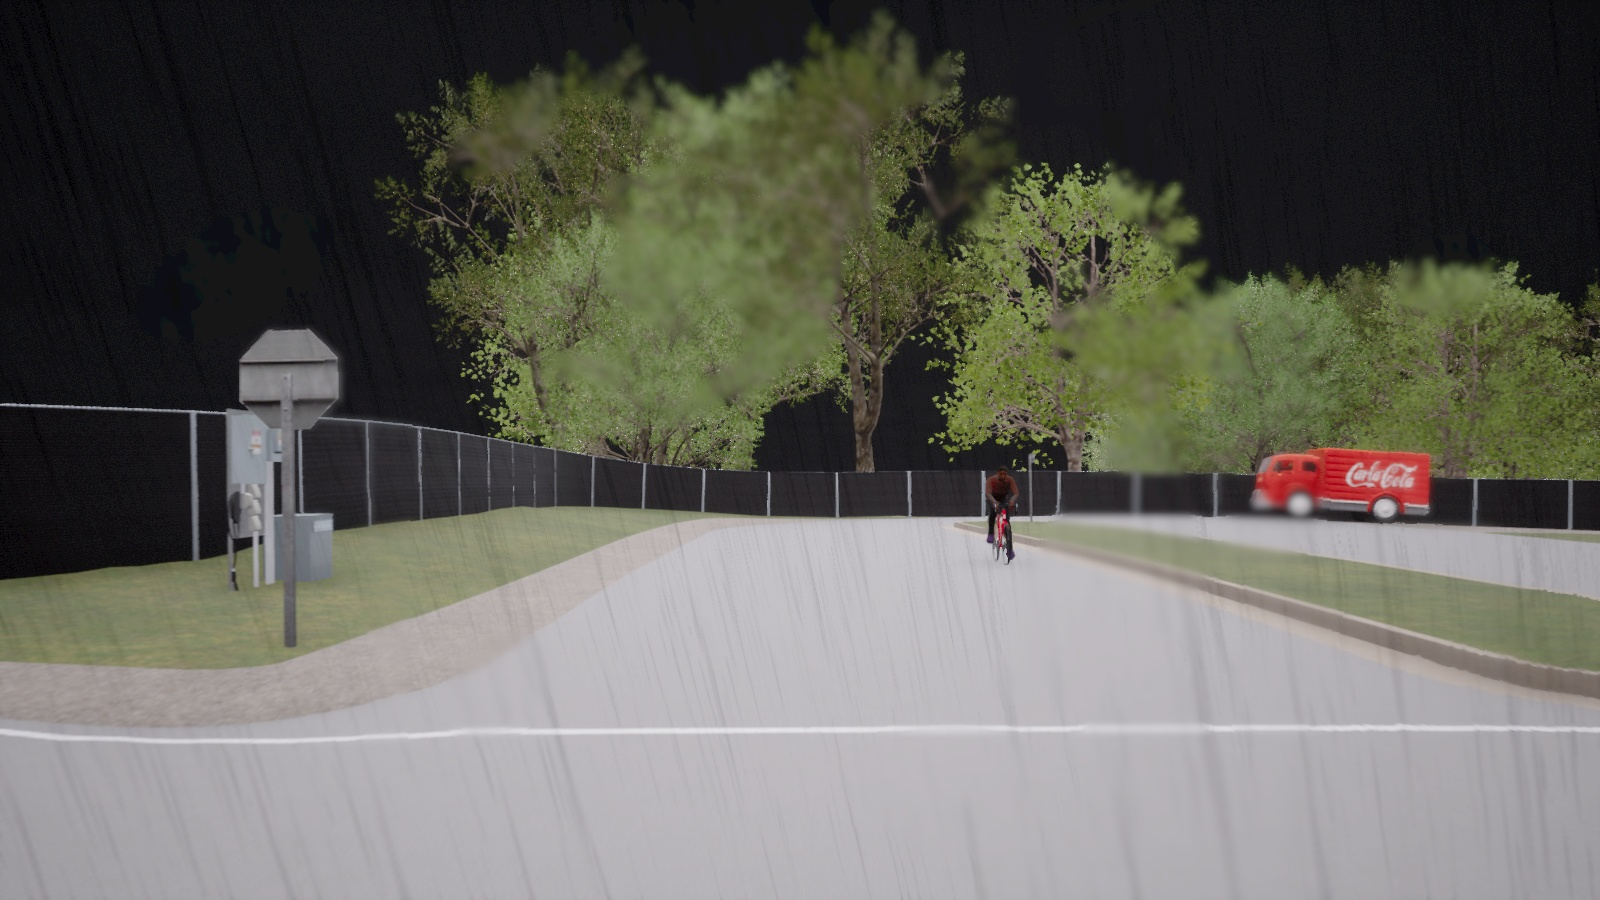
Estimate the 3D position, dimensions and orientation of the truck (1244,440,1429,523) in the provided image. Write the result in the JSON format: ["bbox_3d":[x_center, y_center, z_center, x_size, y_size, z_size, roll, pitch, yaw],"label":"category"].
[{"bbox_3d":[18.177,1.080,42.846,5.204,2.467,2.627,3,-2,8],"label":"truck"}]

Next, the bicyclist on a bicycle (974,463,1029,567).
[{"bbox_3d":[3.264,1.029,20.428,0.582,1.620,1.656,-1,-1,-1],"label":"bicyclist on a bicycle"}]
